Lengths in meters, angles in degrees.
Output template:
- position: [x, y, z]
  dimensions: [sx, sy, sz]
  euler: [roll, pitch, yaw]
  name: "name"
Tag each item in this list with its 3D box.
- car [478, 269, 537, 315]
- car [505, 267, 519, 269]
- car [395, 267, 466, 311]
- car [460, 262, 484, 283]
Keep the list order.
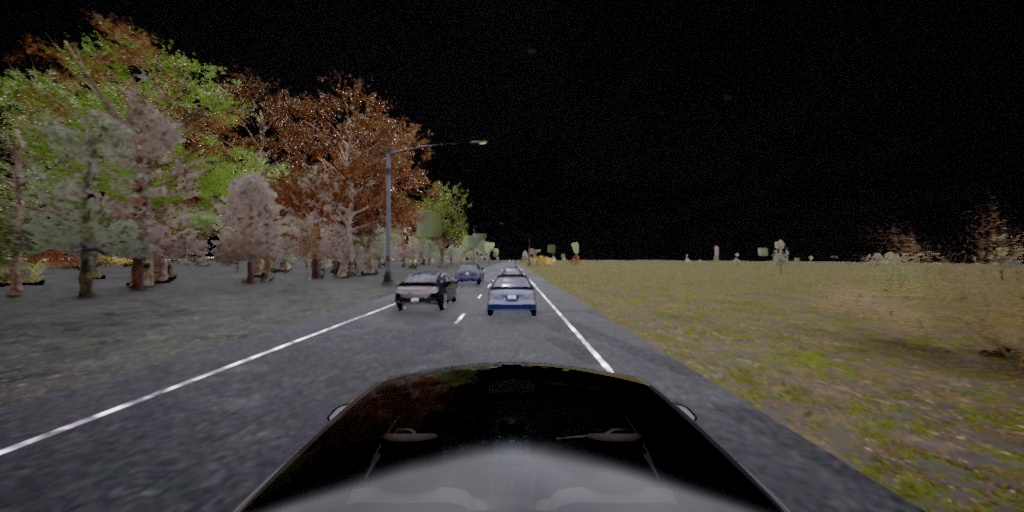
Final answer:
- position: [0.005, 1.435, 14.391]
  dimensions: [2.033, 1.411, 5.357]
  euler: [0, -1, 0]
  name: "car"
- position: [0.015, 1.625, 30.432]
  dimensions: [1.994, 1.385, 4.181]
  euler: [0, -1, 0]
  name: "car"
- position: [-3.482, 1.390, 15.360]
  dimensions: [2.128, 1.511, 4.902]
  euler: [0, 0, 1]
  name: "car"
- position: [-3.486, 1.410, 30.289]
  dimensions: [2.097, 1.767, 4.553]
  euler: [0, -1, 0]
  name: "car"
